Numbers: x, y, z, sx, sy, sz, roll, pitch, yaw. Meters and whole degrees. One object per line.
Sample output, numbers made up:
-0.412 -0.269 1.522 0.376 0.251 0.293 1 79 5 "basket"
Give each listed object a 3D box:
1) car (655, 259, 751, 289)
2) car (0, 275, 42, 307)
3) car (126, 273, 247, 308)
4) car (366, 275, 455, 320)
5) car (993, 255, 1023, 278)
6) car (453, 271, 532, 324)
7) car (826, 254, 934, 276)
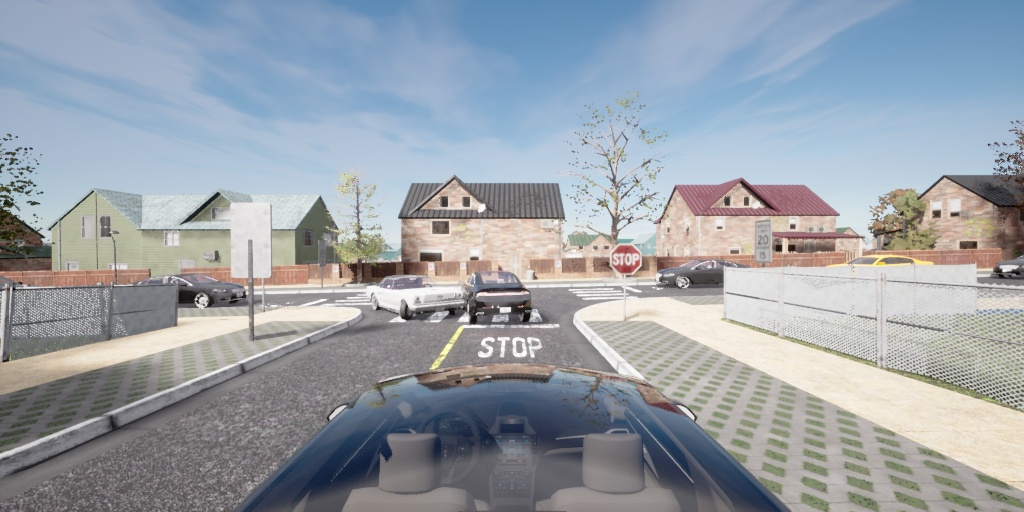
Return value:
10.331 0.926 19.437 4.902 1.511 2.128 -1 1 0 "car"
-24.239 1.648 16.342 4.553 1.767 2.097 -1 1 0 "car"
-14.902 1.566 16.383 4.902 1.511 2.128 -1 1 0 "car"
-3.602 1.368 12.887 1.895 1.301 4.718 0 0 -38 "car"
29.386 0.478 19.511 4.902 1.511 2.128 -1 1 0 "car"
-0.685 1.242 12.028 2.128 1.511 4.902 0 0 -12 "car"
19.761 0.690 19.474 5.008 1.535 1.882 -1 1 -1 "car"
